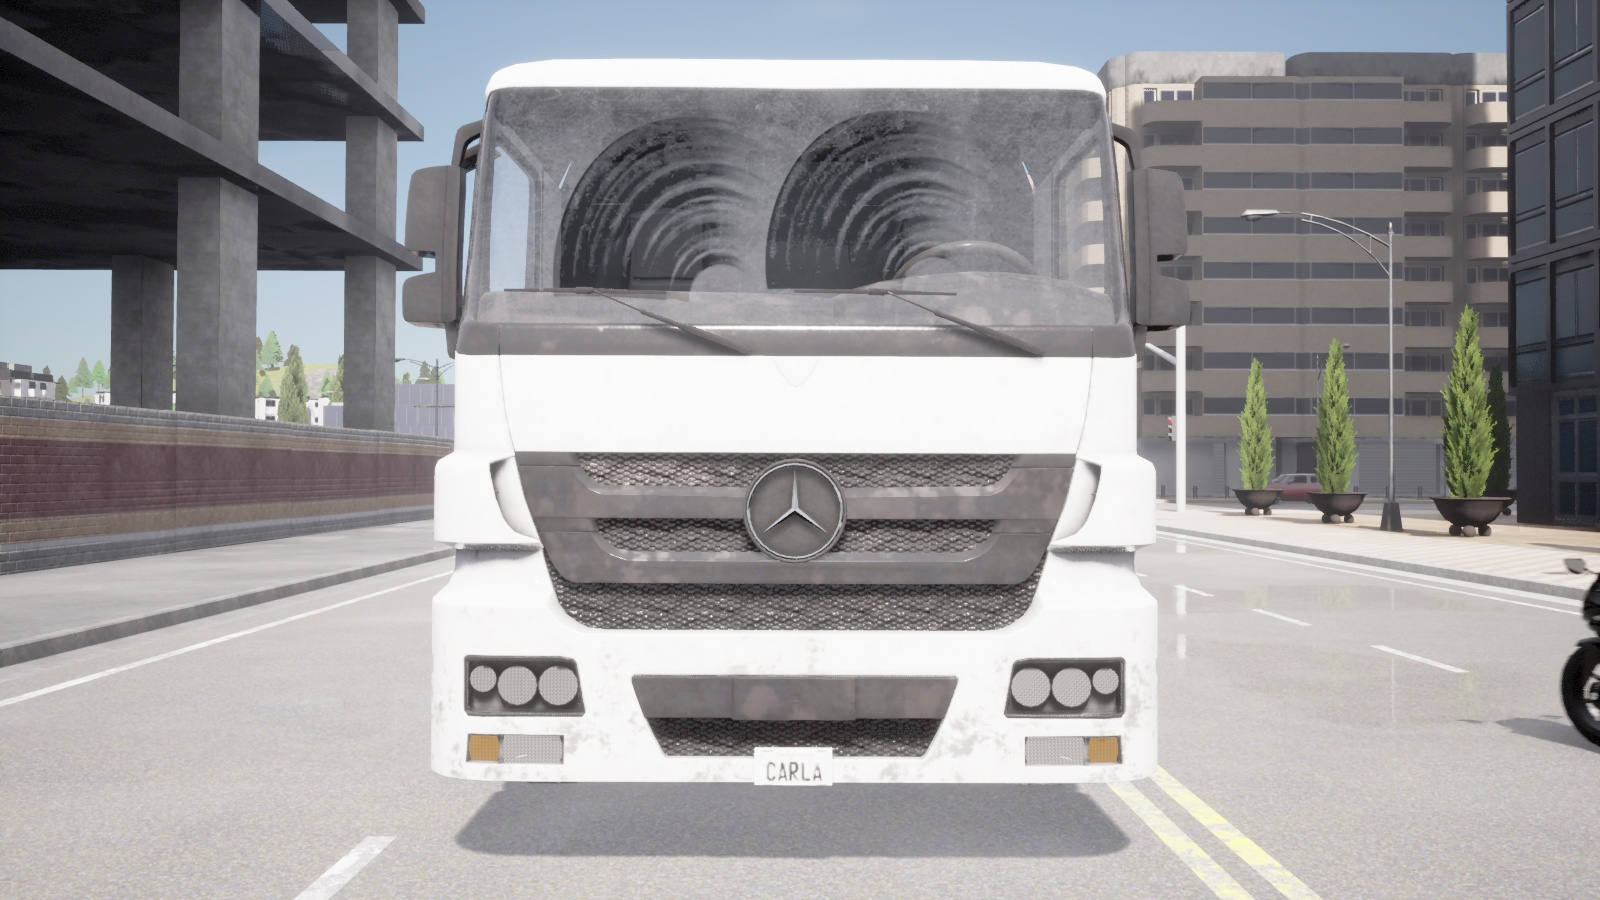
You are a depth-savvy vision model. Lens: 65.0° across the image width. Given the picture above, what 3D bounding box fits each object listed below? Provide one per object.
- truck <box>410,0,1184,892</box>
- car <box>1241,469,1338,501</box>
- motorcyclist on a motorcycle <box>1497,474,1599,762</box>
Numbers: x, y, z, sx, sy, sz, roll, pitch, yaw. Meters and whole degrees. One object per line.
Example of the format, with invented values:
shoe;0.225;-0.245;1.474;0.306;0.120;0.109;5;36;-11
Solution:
truck;-0.027;-0.022;8.684;2.891;3.462;7.936;0;-1;0
car;23.124;1.627;59.400;3.806;1.475;1.970;0;-1;0
motorcyclist on a motorcycle;4.707;0.885;6.419;0.797;1.523;2.044;0;-1;-15
